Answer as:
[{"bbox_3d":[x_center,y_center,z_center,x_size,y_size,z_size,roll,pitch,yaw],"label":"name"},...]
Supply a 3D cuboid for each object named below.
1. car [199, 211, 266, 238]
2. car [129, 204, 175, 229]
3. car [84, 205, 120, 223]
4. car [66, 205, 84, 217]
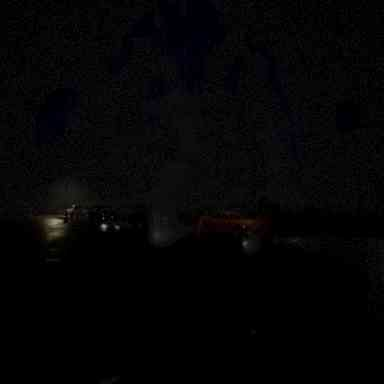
[{"bbox_3d":[2.465,1.979,21.098,1.882,1.535,5.008,1,-3,-35],"label":"car"},{"bbox_3d":[-3.701,2.110,29.769,2.150,2.045,5.566,1,-3,-36],"label":"car"},{"bbox_3d":[-10.487,2.541,39.285,2.150,2.045,5.566,1,-3,-35],"label":"car"},{"bbox_3d":[-20.683,3.394,58.611,2.150,2.045,5.566,1,-3,-36],"label":"car"}]
